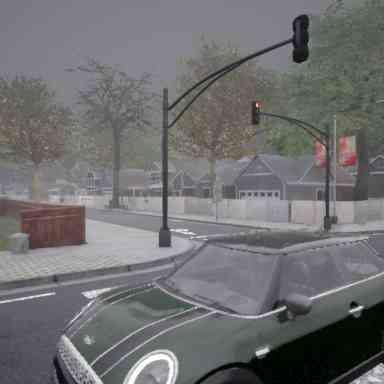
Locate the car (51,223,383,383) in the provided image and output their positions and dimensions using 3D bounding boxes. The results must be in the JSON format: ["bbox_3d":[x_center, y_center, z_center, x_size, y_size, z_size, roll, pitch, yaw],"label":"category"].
[{"bbox_3d":[0.764,1.341,4.108,4.553,1.767,2.097,0,0,-36],"label":"car"}]
